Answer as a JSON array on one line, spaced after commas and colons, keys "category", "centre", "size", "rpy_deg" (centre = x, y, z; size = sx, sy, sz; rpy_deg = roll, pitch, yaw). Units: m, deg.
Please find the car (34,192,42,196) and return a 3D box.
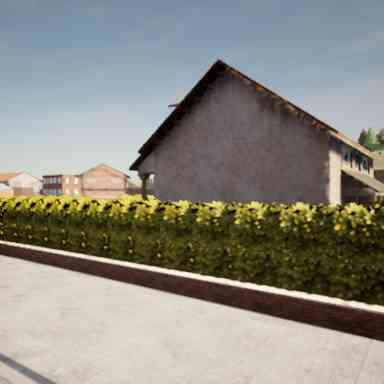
[{"category": "car", "centre": [-31.788, 0.997, 68.923], "size": [3.866, 1.878, 1.905], "rpy_deg": [0, 0, 36]}]
